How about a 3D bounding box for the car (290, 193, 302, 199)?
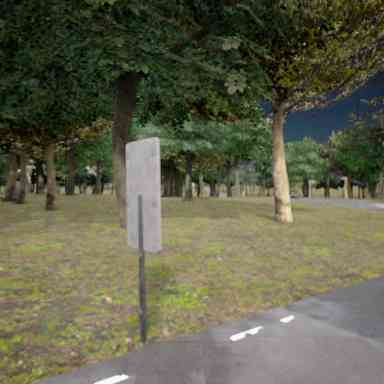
[{"bbox_3d":[23.265,0.923,75.218,1.994,1.385,4.181,-1,0,-1],"label":"car"}]
